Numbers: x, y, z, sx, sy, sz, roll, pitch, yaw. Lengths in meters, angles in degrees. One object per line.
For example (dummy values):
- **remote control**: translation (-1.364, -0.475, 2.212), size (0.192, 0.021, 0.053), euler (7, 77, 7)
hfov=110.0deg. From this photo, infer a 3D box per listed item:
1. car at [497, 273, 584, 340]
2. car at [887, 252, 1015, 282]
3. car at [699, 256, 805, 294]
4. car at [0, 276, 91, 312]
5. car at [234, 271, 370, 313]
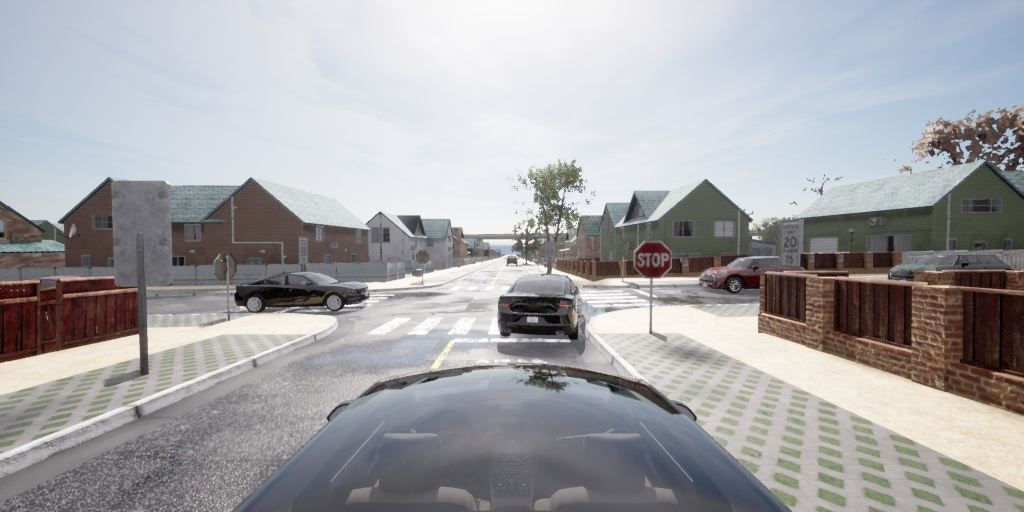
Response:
- **car**: translation (0.958, 1.224, 10.158), size (1.882, 1.535, 5.008), euler (0, 0, 12)
- **car**: translation (21.702, 0.646, 17.838), size (4.553, 1.767, 2.097), euler (-1, 2, 0)
- **car**: translation (11.807, 0.820, 17.767), size (4.553, 1.767, 2.097), euler (-1, 2, 0)
- **car**: translation (-18.021, 1.546, 14.623), size (5.008, 1.535, 1.882), euler (-1, 2, 0)
- **car**: translation (-8.468, 1.376, 14.685), size (5.008, 1.535, 1.882), euler (-1, 2, 0)
